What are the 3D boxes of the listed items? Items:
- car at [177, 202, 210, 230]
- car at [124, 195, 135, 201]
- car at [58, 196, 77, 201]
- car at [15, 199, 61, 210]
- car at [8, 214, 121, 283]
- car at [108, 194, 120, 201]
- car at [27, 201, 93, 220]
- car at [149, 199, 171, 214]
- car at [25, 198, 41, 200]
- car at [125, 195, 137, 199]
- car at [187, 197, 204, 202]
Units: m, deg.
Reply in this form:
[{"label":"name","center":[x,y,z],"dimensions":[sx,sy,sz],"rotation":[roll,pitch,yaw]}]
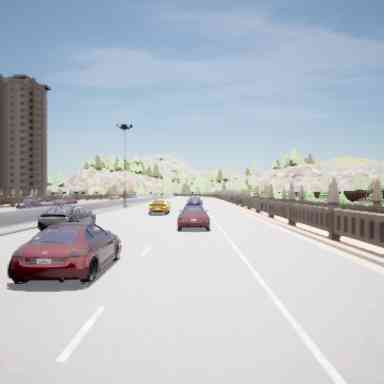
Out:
[{"label":"car","center":[0.098,1.565,21.106],"dimensions":[1.994,1.385,4.181],"rotation":[0,0,0]},{"label":"car","center":[-15.993,1.498,85.632],"dimensions":[1.837,1.490,4.892],"rotation":[0,0,2]},{"label":"car","center":[-17.236,1.354,44.975],"dimensions":[2.097,1.767,4.553],"rotation":[0,0,2]},{"label":"car","center":[-14.056,1.602,30.180],"dimensions":[1.895,1.301,4.718],"rotation":[0,0,1]},{"label":"car","center":[-3.402,1.564,9.653],"dimensions":[1.994,1.385,4.181],"rotation":[0,0,0]},{"label":"car","center":[-19.555,1.348,83.529],"dimensions":[2.097,1.767,4.553],"rotation":[0,0,2]},{"label":"car","center":[-6.903,1.493,18.762],"dimensions":[2.128,1.511,4.902],"rotation":[0,0,0]},{"label":"car","center":[-3.295,1.479,34.702],"dimensions":[1.882,1.535,5.008],"rotation":[0,0,1]},{"label":"car","center":[-20.786,1.495,43.271],"dimensions":[2.128,1.511,4.902],"rotation":[0,0,2]},{"label":"car","center":[-12.881,1.556,72.093],"dimensions":[1.994,1.385,4.181],"rotation":[0,0,2]},{"label":"car","center":[0.378,1.354,42.084],"dimensions":[2.097,1.767,4.553],"rotation":[0,0,1]}]
